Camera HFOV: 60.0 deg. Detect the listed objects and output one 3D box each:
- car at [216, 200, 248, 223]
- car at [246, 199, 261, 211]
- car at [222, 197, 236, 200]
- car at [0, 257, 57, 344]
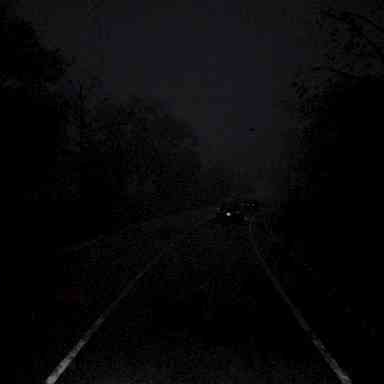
[{"bbox_3d":[3.010,1.556,25.668,1.994,1.385,4.181,1,0,12],"label":"car"},{"bbox_3d":[7.523,1.578,42.116,2.033,1.411,5.357,2,0,19],"label":"car"},{"bbox_3d":[5.248,1.460,46.826,1.812,1.442,4.674,2,0,20],"label":"car"},{"bbox_3d":[-3.453,1.528,3.756,2.033,1.411,5.357,0,0,2],"label":"car"}]
